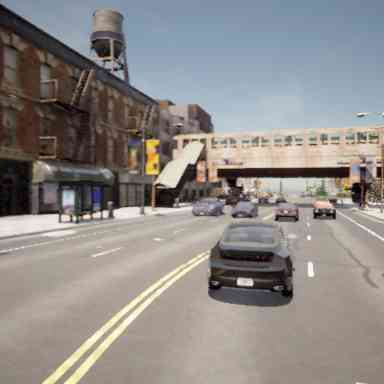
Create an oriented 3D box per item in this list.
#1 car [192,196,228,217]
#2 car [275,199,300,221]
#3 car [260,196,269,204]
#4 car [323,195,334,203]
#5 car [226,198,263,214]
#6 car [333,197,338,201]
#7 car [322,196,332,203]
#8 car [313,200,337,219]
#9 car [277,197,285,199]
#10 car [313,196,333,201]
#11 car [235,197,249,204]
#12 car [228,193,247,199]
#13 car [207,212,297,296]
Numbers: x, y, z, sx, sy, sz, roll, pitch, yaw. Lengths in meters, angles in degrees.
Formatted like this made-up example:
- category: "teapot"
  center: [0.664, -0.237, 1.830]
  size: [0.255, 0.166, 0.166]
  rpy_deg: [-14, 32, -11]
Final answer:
- category: "car"
  center: [1.573, 1.349, 31.432]
  size: [2.097, 1.767, 4.553]
  rpy_deg: [1, 0, 19]
- category: "car"
  center: [8.214, 1.635, 28.618]
  size: [2.033, 1.411, 5.357]
  rpy_deg: [1, 0, 19]
- category: "car"
  center: [14.920, 1.661, 69.571]
  size: [2.128, 1.511, 4.902]
  rpy_deg: [1, 0, 19]
- category: "car"
  center: [32.878, 1.732, 80.100]
  size: [2.185, 1.767, 4.553]
  rpy_deg: [1, 0, 19]
- category: "car"
  center: [4.900, 1.590, 30.362]
  size: [2.033, 1.411, 5.357]
  rpy_deg: [1, 0, 19]
- category: "car"
  center: [29.335, 1.819, 69.924]
  size: [2.231, 1.521, 4.892]
  rpy_deg: [1, 0, 29]
- category: "car"
  center: [34.836, 1.879, 86.221]
  size: [2.097, 1.535, 5.008]
  rpy_deg: [1, 0, 19]
- category: "car"
  center: [12.357, 1.742, 31.012]
  size: [1.895, 1.301, 4.718]
  rpy_deg: [1, 0, 23]
- category: "car"
  center: [18.365, 1.715, 68.825]
  size: [2.033, 1.411, 5.357]
  rpy_deg: [1, 0, 19]
- category: "car"
  center: [17.413, 1.550, 44.915]
  size: [2.097, 1.767, 4.553]
  rpy_deg: [1, 0, 20]
- category: "car"
  center: [9.860, 1.678, 64.755]
  size: [1.895, 1.301, 4.718]
  rpy_deg: [1, 0, 19]
- category: "car"
  center: [7.499, 1.286, 57.746]
  size: [2.435, 2.045, 5.566]
  rpy_deg: [1, 0, 19]
- category: "car"
  center: [1.680, 1.521, 8.857]
  size: [1.837, 1.490, 4.892]
  rpy_deg: [0, 0, 15]
